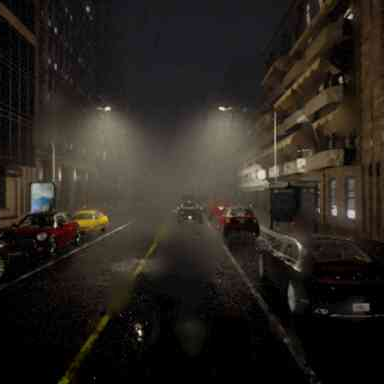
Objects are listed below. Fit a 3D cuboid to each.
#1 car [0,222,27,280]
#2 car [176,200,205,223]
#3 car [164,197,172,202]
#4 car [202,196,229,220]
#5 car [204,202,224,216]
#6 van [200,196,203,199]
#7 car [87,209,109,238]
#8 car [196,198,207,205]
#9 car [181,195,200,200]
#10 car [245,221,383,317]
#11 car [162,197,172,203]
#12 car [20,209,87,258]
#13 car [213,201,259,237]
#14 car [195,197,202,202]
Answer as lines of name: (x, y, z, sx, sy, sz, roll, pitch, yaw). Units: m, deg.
car: (-5.757, 1.606, 7.295, 2.008, 1.369, 4.403, 0, 0, -1)
car: (-0.179, 1.642, 26.835, 1.837, 1.490, 4.892, 0, -1, -1)
car: (-6.672, 2.109, 92.017, 1.802, 1.307, 4.206, 0, 0, -1)
car: (2.379, 1.461, 29.980, 2.192, 1.841, 5.009, 0, 0, -1)
car: (2.318, 1.758, 35.627, 1.802, 1.307, 4.206, 0, 0, -1)
van: (2.012, 1.676, 63.869, 1.690, 1.788, 3.998, 0, 0, -1)
car: (-5.877, 1.638, 18.422, 1.752, 1.417, 4.829, 0, 0, -1)
car: (1.952, 1.934, 69.516, 1.947, 1.339, 4.313, 0, 0, -1)
car: (-0.388, 1.460, 46.255, 2.150, 2.045, 5.566, 0, -1, -1)
car: (2.623, 1.580, 7.387, 2.008, 1.369, 4.403, 0, 0, -1)
car: (-6.612, 1.934, 86.371, 1.967, 1.590, 4.097, 0, 0, -1)
car: (-5.819, 1.525, 12.945, 1.967, 1.590, 4.097, 0, 0, -1)
car: (2.500, 1.527, 18.683, 1.967, 1.590, 4.097, 0, 0, -1)
car: (1.707, 2.045, 92.108, 1.887, 1.381, 4.507, 0, 0, -1)
